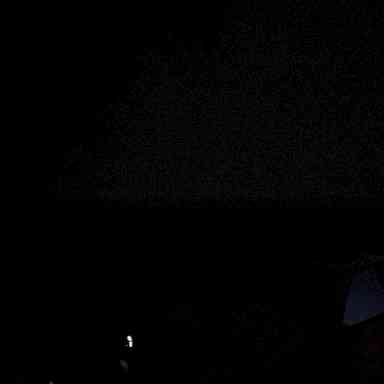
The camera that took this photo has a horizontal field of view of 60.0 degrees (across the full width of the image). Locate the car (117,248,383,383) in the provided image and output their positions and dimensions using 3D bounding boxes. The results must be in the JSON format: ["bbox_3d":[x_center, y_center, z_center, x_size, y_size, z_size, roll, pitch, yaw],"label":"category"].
[{"bbox_3d":[1.818,1.544,4.484,5.357,1.411,2.033,0,0,-33],"label":"car"}]
